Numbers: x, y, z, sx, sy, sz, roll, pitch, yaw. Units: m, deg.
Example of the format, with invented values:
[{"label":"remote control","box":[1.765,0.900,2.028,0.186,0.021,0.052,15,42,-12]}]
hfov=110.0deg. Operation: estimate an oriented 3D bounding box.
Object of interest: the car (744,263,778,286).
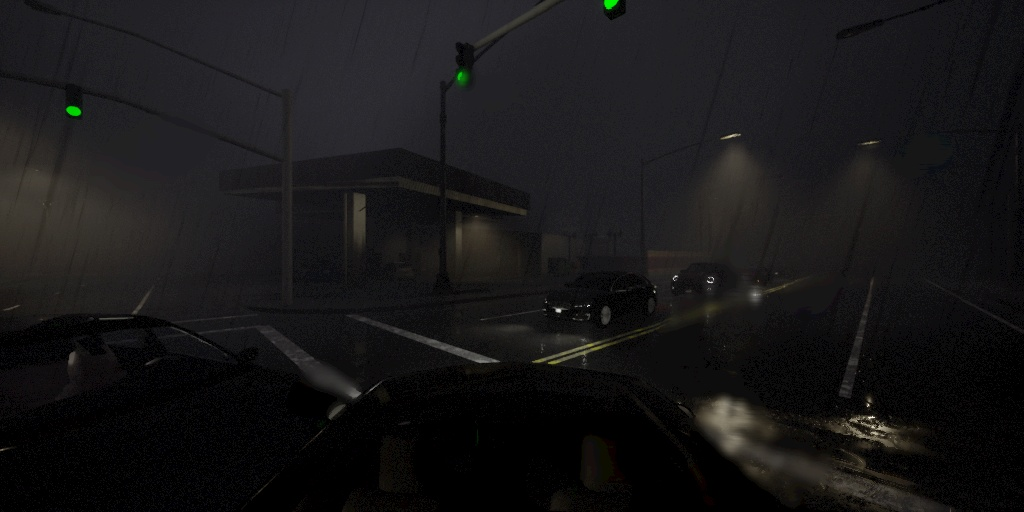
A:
[{"label":"car","box":[16.919,1.311,25.190,1.994,1.385,4.181,0,0,45]}]

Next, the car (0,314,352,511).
[{"label":"car","box":[-3.393,1.242,2.634,4.902,1.511,2.128,0,0,15]}]

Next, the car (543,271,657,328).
[{"label":"car","box":[3.006,1.254,11.584,4.892,1.490,1.837,0,0,-45]}]

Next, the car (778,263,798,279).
[{"label":"car","box":[24.129,1.309,32.166,4.181,1.385,1.994,0,0,-44]}]

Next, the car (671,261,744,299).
[{"label":"car","box":[9.918,1.100,18.355,4.553,1.767,2.097,0,0,-44]}]
